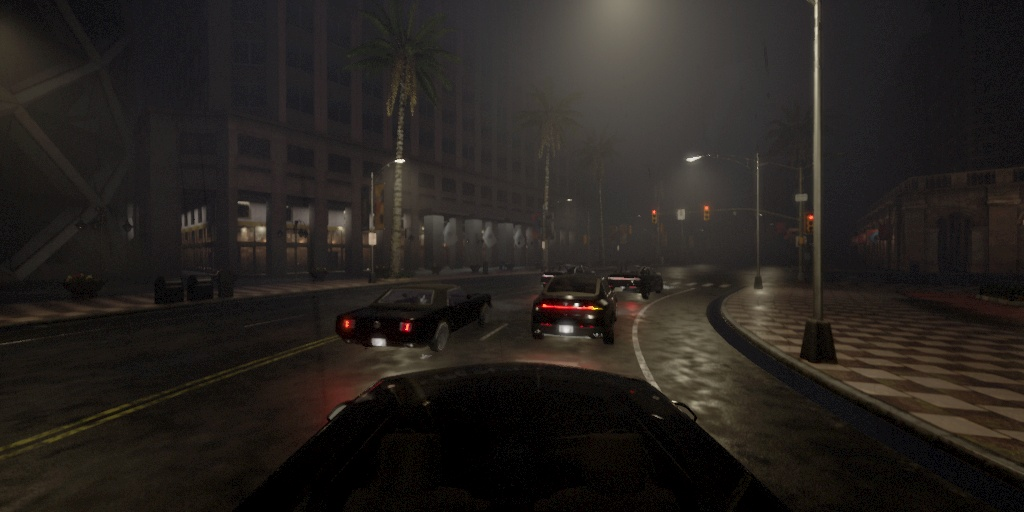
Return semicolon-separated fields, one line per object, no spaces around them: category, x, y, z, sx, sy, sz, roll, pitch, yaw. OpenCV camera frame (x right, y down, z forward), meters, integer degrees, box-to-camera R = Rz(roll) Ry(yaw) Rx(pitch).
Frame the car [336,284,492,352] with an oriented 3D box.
car;-1.984;1.344;8.968;1.895;1.301;4.718;0;0;14

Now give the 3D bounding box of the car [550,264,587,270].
car;3.326;1.206;19.721;2.128;1.511;4.902;0;0;33

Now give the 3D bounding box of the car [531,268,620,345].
car;1.830;1.240;9.629;1.837;1.490;4.892;0;0;17

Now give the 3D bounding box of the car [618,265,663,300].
car;6.150;1.205;17.755;2.128;1.511;4.902;0;0;33
